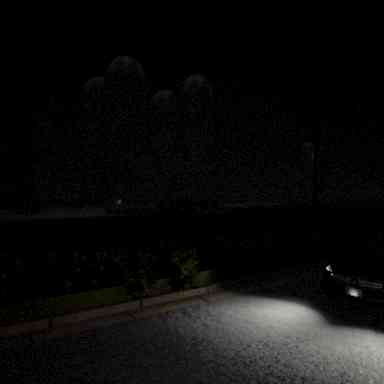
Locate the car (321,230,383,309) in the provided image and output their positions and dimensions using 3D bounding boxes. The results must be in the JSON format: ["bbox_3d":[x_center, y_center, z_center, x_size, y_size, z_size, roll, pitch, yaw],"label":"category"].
[{"bbox_3d":[4.855,1.574,7.413,4.674,1.442,1.812,0,0,-35],"label":"car"}]

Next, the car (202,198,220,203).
[{"bbox_3d":[2.142,1.658,49.400,2.242,1.667,4.611,0,0,-36],"label":"car"}]

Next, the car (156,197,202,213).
[{"bbox_3d":[-1.440,1.406,30.446,1.932,1.855,4.605,0,0,-36],"label":"car"}]

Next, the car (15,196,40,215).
[{"bbox_3d":[-17.466,1.348,35.208,1.905,1.878,3.866,0,0,-36],"label":"car"}]
